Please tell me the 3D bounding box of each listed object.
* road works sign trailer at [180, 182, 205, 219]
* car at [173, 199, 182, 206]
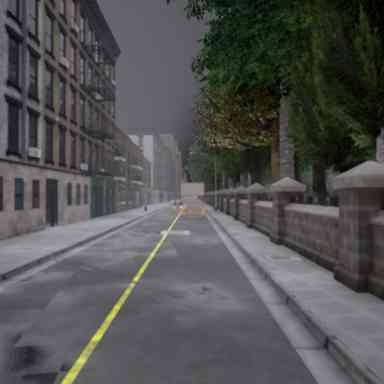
[{"bbox_3d":[0.026,0.778,32.324,2.380,3.560,2.880,0,-1,0],"label":"road works sign trailer"},{"bbox_3d":[-2.945,2.266,70.977,1.812,1.442,4.674,0,-1,0],"label":"car"}]
